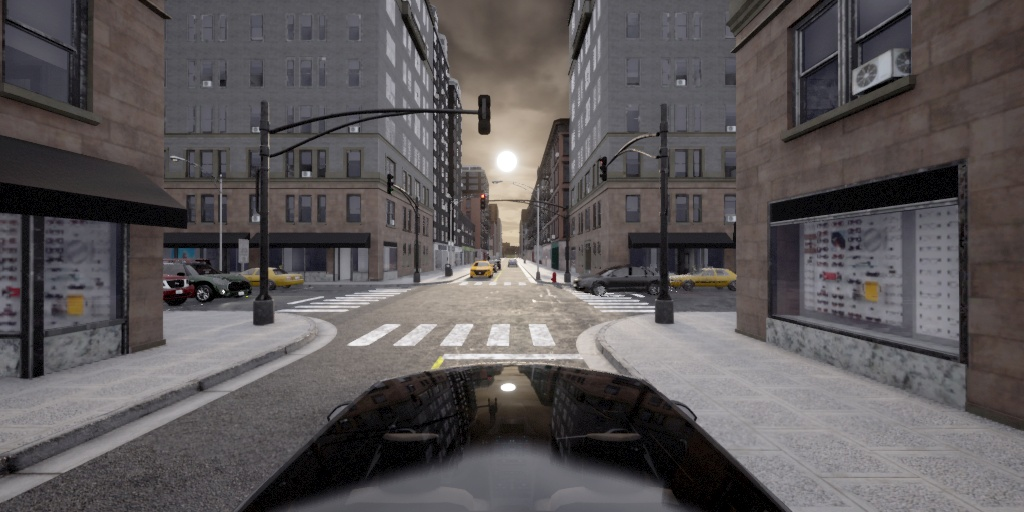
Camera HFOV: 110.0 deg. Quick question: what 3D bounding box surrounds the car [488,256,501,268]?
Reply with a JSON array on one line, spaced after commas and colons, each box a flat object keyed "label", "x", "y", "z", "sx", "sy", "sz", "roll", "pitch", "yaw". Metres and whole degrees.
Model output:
[{"label": "car", "x": -2.801, "y": 0.953, "z": 54.896, "sx": 2.150, "sy": 2.045, "sz": 5.566, "roll": 0, "pitch": 0, "yaw": 0}]

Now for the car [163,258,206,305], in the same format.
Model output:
[{"label": "car", "x": -15.090, "y": 1.035, "z": 13.549, "sx": 5.009, "sy": 1.841, "sz": 2.192, "roll": 0, "pitch": 0, "yaw": 0}]

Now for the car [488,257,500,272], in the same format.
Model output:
[{"label": "car", "x": -2.815, "y": 1.244, "z": 44.303, "sx": 1.837, "sy": 1.490, "sz": 4.892, "roll": 0, "pitch": 0, "yaw": 0}]

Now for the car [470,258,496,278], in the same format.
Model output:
[{"label": "car", "x": -2.821, "y": 1.222, "z": 33.900, "sx": 1.882, "sy": 1.535, "sz": 5.008, "roll": 0, "pitch": 0, "yaw": 0}]

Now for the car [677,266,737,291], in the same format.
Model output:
[{"label": "car", "x": 11.649, "y": 1.304, "z": 21.516, "sx": 4.829, "sy": 1.417, "sz": 1.751, "roll": 0, "pitch": 0, "yaw": 0}]

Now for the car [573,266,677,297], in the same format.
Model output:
[{"label": "car", "x": 5.643, "y": 1.266, "z": 18.677, "sx": 4.892, "sy": 1.490, "sz": 1.837, "roll": 0, "pitch": -1, "yaw": -6}]

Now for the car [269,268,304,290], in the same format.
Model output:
[{"label": "car", "x": -15.234, "y": 1.279, "z": 21.575, "sx": 4.829, "sy": 1.417, "sz": 1.751, "roll": 0, "pitch": 0, "yaw": 0}]

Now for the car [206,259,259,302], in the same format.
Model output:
[{"label": "car", "x": -14.378, "y": 1.084, "z": 16.089, "sx": 4.553, "sy": 1.767, "sz": 2.097, "roll": 0, "pitch": 0, "yaw": 0}]
